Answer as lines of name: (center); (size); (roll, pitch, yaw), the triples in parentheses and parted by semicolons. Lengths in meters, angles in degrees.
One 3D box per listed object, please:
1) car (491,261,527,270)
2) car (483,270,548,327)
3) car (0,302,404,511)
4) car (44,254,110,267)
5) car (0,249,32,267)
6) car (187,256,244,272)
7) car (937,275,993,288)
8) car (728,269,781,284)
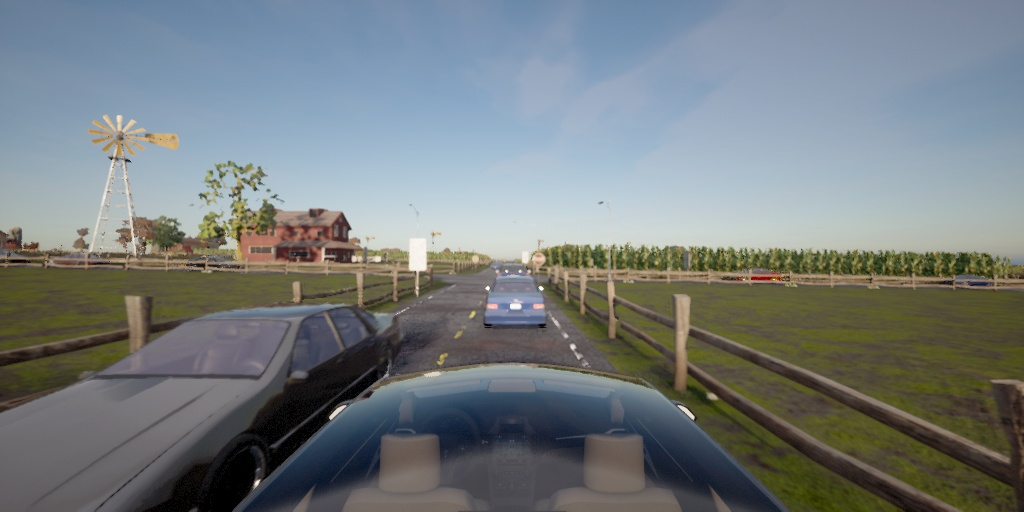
car: (0.074, 1.221, 21.225); (2.097, 1.767, 4.553); (0, 0, 0)
car: (0.086, 1.357, 11.711); (2.033, 1.411, 5.357); (0, 0, 0)
car: (-2.850, 1.313, 4.231); (2.033, 1.411, 5.357); (0, 0, 0)
car: (-46.870, 0.487, 38.727); (5.357, 1.411, 2.033); (1, -1, 1)
car: (-51.346, 0.141, 35.956); (4.553, 1.767, 2.097); (1, -1, 1)
car: (-29.426, 0.790, 35.715); (4.892, 1.490, 1.837); (1, -1, 0)
car: (47.997, 2.690, 38.033); (4.181, 1.385, 1.994); (1, -1, 1)
car: (25.855, 2.097, 38.274); (5.008, 1.535, 1.882); (1, -1, 0)
